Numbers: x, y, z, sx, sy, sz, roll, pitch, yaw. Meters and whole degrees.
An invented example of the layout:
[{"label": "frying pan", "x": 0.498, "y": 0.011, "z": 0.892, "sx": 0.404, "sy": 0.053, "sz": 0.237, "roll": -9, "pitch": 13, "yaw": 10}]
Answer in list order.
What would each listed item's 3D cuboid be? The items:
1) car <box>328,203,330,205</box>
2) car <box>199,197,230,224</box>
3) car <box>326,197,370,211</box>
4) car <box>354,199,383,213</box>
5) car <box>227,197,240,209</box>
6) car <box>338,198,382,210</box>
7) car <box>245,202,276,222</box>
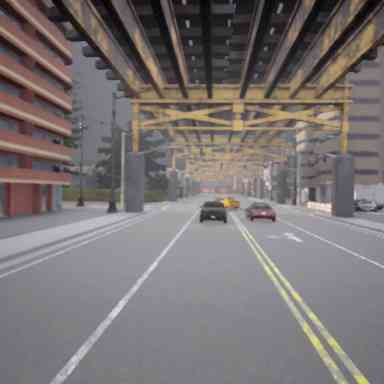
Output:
[{"label": "car", "x": 20.027, "y": 1.388, "z": 42.555, "sx": 4.536, "sy": 1.218, "sz": 1.853, "roll": 1, "pitch": 1, "yaw": 29}, {"label": "car", "x": 1.575, "y": 1.367, "z": 24.269, "sx": 1.882, "sy": 1.535, "sz": 5.008, "roll": 1, "pitch": 0, "yaw": 4}, {"label": "car", "x": 19.979, "y": 1.544, "z": 42.581, "sx": 4.974, "sy": 1.542, "sz": 2.038, "roll": 1, "pitch": 1, "yaw": 29}, {"label": "car", "x": 19.365, "y": 1.565, "z": 38.455, "sx": 4.974, "sy": 1.542, "sz": 2.038, "roll": 1, "pitch": 0, "yaw": -16}, {"label": "car", "x": 3.650, "y": 1.280, "z": 40.336, "sx": 1.882, "sy": 1.535, "sz": 5.008, "roll": 1, "pitch": 0, "yaw": -35}, {"label": "car", "x": 19.418, "y": 1.408, "z": 38.469, "sx": 4.536, "sy": 1.218, "sz": 1.853, "roll": 1, "pitch": 0, "yaw": -16}, {"label": "car", "x": 5.376, "y": 1.507, "z": 26.404, "sx": 1.994, "sy": 1.385, "sz": 4.181, "roll": 1, "pitch": 0, "yaw": 3}]
